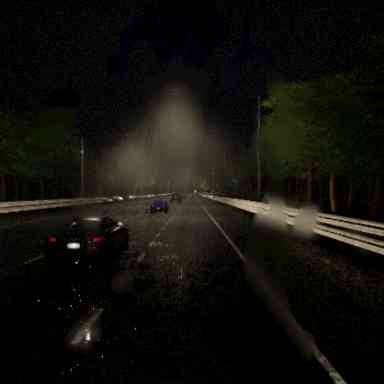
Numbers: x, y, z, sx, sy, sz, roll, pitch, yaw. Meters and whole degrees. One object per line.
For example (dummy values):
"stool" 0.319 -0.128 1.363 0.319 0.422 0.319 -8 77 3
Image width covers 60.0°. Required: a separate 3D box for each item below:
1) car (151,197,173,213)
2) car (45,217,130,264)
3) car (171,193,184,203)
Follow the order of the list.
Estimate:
"car" -3.504 1.542 37.000 1.812 1.442 4.674 0 0 0
"car" -3.502 1.567 11.863 1.994 1.385 4.181 0 0 0
"car" -3.507 1.287 73.066 2.150 2.045 5.566 0 0 0
